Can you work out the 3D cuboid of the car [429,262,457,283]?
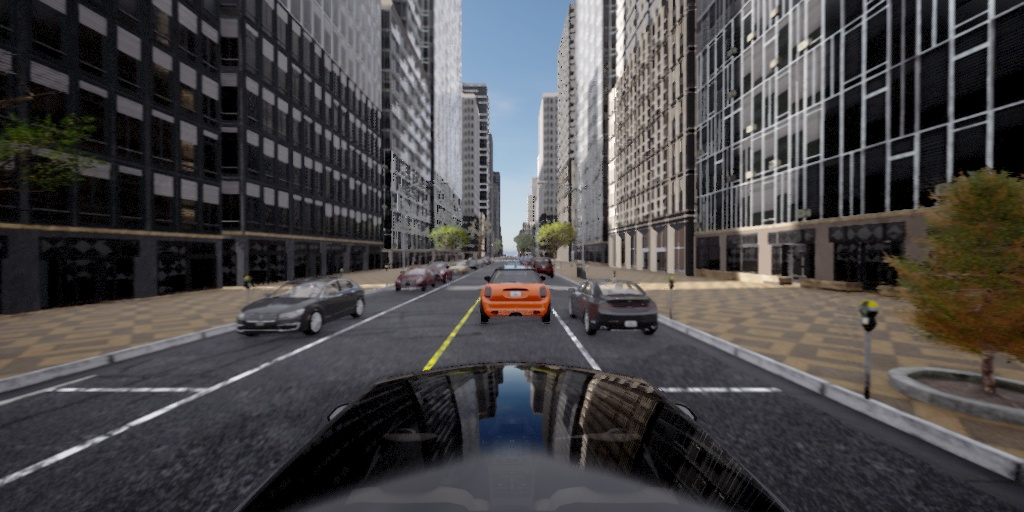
[{"bbox_3d":[-5.686,1.174,27.335,1.967,1.591,4.097,0,0,0],"label":"car"}]

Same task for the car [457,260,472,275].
[{"bbox_3d":[-5.684,1.252,38.532,1.751,1.417,4.829,0,0,0],"label":"car"}]

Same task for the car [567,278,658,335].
[{"bbox_3d":[2.692,1.295,10.282,2.007,1.370,4.403,0,0,0],"label":"car"}]

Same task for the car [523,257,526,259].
[{"bbox_3d":[2.696,1.041,38.701,2.192,1.841,5.009,0,0,0],"label":"car"}]

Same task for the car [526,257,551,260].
[{"bbox_3d":[2.695,1.045,33.017,2.192,1.841,5.009,0,0,0],"label":"car"}]

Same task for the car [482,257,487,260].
[{"bbox_3d":[-5.681,1.259,61.437,2.007,1.370,4.403,0,0,0],"label":"car"}]

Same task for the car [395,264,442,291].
[{"bbox_3d":[-5.687,1.319,21.651,1.802,1.307,4.207,0,0,0],"label":"car"}]

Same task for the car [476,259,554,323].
[{"bbox_3d":[0.104,1.095,12.299,2.097,1.767,4.553,0,0,0],"label":"car"}]

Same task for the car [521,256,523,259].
[{"bbox_3d":[2.698,1.158,50.068,1.967,1.591,4.097,0,0,0],"label":"car"}]

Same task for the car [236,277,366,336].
[{"bbox_3d":[-5.689,1.295,10.283,2.007,1.370,4.403,0,0,0],"label":"car"}]

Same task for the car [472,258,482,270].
[{"bbox_3d":[-5.683,1.284,50.070,1.948,1.339,4.313,0,0,0],"label":"car"}]

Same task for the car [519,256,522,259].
[{"bbox_3d":[2.700,1.149,61.436,1.967,1.591,4.097,0,0,0],"label":"car"}]
